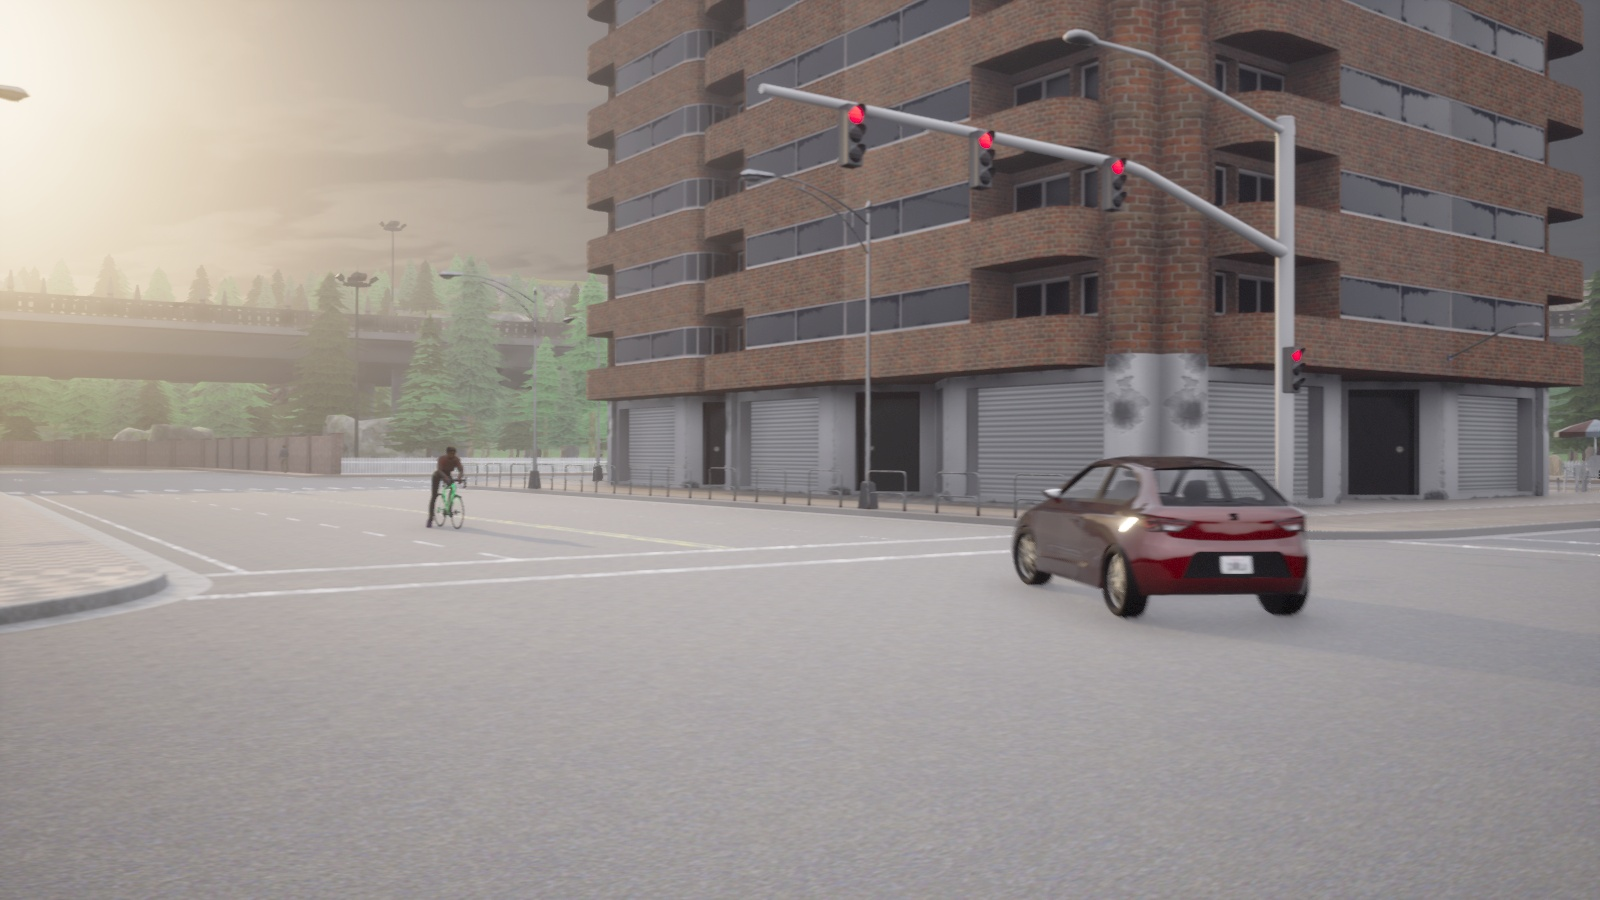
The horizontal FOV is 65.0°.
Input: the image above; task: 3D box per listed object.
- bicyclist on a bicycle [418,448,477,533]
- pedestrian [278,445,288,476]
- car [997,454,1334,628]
[{"bbox_3d":[-6.941,0.773,24.679,0.582,1.620,1.656,0,0,-35],"label":"bicyclist on a bicycle"},{"bbox_3d":[-32.788,0.668,79.588,0.423,1.949,0.788,0,0,-37],"label":"pedestrian"},{"bbox_3d":[3.488,0.783,12.895,1.816,1.474,4.193,0,0,-7],"label":"car"}]
